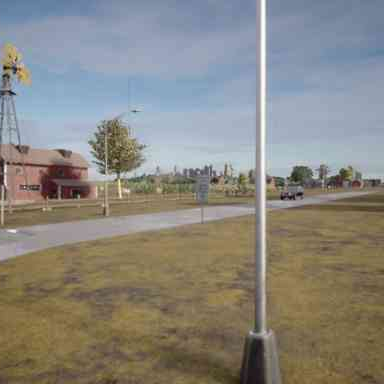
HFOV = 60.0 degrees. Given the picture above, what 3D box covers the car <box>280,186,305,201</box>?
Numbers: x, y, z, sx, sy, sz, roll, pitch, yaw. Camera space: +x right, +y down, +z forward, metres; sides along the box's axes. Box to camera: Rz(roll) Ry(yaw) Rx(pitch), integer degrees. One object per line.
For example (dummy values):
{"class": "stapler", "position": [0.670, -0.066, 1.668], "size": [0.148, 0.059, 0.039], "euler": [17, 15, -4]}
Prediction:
{"class": "car", "position": [14.914, 0.161, 49.170], "size": [2.150, 2.045, 5.566], "euler": [1, 2, 36]}
